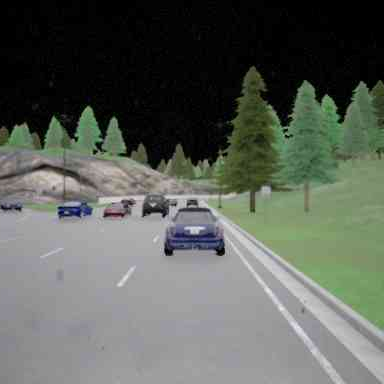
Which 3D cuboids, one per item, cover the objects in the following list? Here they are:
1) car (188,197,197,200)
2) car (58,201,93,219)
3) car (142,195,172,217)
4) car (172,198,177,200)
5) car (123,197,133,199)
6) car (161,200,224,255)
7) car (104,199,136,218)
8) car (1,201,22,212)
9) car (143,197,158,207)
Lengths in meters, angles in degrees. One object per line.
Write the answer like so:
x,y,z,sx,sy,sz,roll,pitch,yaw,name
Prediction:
0.074,1.641,54.471,1.837,1.490,4.892,0,0,0,car
-10.414,1.550,30.103,1.882,1.535,5.008,0,0,0,car
-3.415,1.300,31.937,2.150,2.045,5.566,0,0,0,car
-3.429,1.702,55.735,1.994,1.385,4.181,0,0,0,car
-10.427,1.611,54.740,1.882,1.535,5.008,0,0,0,car
0.093,1.386,13.554,2.097,1.767,4.553,0,0,0,car
-6.915,1.641,31.351,1.994,1.385,4.181,0,0,0,car
-22.158,1.697,40.673,1.895,1.301,4.718,0,0,-36,car
-6.929,1.642,55.572,1.837,1.490,4.892,0,0,0,car
